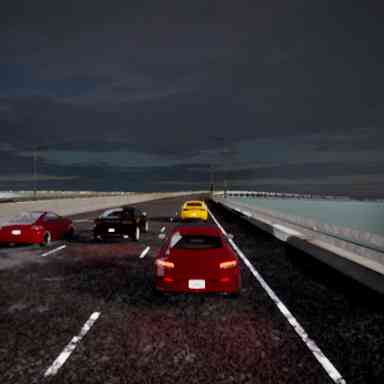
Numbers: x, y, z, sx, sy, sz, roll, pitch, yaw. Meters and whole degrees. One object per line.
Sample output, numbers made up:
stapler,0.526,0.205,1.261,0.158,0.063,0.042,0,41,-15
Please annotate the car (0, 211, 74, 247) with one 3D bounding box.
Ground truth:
car,-6.881,1.545,15.026,1.994,1.385,4.181,0,0,0

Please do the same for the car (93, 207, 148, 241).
car,-3.376,1.457,16.464,1.882,1.535,5.008,0,0,0

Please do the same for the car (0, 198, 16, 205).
car,-17.493,1.316,29.447,2.097,1.767,4.553,0,0,1

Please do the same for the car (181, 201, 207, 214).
car,0.177,1.444,25.957,1.882,1.535,5.008,0,0,0

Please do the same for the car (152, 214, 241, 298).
car,0.102,1.515,8.382,1.812,1.442,4.674,0,0,0
